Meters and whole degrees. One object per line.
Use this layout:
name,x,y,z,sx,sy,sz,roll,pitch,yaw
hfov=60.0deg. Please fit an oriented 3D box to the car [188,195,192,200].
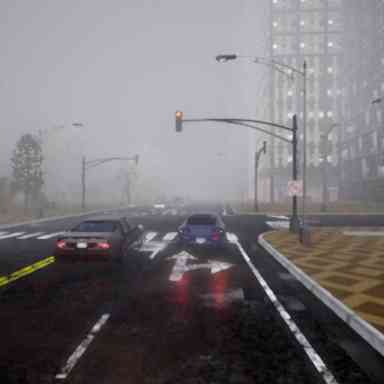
car,-0.954,1.474,76.512,1.837,1.490,4.892,0,0,5

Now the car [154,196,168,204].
car,-5.625,1.474,61.243,2.128,1.511,4.902,0,0,6

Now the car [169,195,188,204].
car,-2.388,1.488,60.954,1.837,1.490,4.892,0,0,6

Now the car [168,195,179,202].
car,-4.191,1.473,76.801,1.837,1.490,4.892,0,0,5

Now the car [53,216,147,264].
car,-2.964,1.544,11.833,2.033,1.411,5.357,0,0,3

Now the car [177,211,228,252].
car,0.491,1.522,13.860,1.812,1.442,4.674,0,0,5
